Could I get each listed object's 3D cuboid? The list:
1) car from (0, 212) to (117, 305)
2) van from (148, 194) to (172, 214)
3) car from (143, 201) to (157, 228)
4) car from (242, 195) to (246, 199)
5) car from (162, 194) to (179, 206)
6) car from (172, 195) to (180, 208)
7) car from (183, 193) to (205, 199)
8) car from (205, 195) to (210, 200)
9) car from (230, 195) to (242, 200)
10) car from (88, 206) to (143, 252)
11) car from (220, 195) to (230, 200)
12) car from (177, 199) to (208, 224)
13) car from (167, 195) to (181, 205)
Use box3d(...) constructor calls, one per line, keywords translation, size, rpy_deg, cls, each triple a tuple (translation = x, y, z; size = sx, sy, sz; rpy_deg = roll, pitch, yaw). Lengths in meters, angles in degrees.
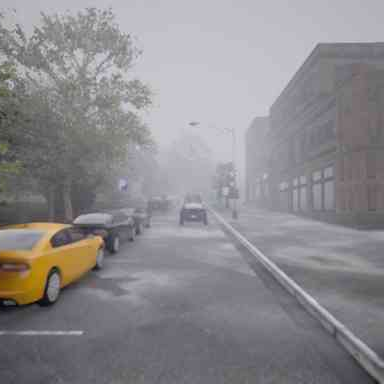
box3d(translation=(-3.635, 1.484, 8.145), size=(2.097, 1.535, 5.008), rpy_deg=(1, 0, 2), cls="car")
box3d(translation=(-3.619, 1.240, 36.117), size=(1.878, 1.987, 4.442), rpy_deg=(1, 1, 2), cls="van")
box3d(translation=(-3.643, 1.518, 19.313), size=(2.163, 1.488, 4.792), rpy_deg=(0, 0, 2), cls="car")
box3d(translation=(14.509, 1.640, 93.316), size=(5.008, 1.535, 2.097), rpy_deg=(0, -3, -40), cls="car")
box3d(translation=(-3.391, 1.262, 53.079), size=(2.185, 1.767, 4.553), rpy_deg=(-1, 1, 2), cls="car")
box3d(translation=(-3.394, 1.423, 47.371), size=(2.231, 1.521, 4.892), rpy_deg=(0, 0, 2), cls="car")
box3d(translation=(0.108, 1.186, 41.511), size=(2.150, 2.045, 5.566), rpy_deg=(0, 1, 0), cls="car")
box3d(translation=(3.429, 1.406, 80.329), size=(2.231, 1.521, 4.892), rpy_deg=(-2, -1, 29), cls="car")
box3d(translation=(10.398, 1.548, 89.522), size=(2.231, 1.521, 4.892), rpy_deg=(-4, -3, 42), cls="car")
box3d(translation=(-3.641, 1.486, 13.706), size=(2.097, 1.535, 5.008), rpy_deg=(0, 0, 2), cls="car")
box3d(translation=(6.868, 1.462, 85.074), size=(2.097, 1.535, 5.008), rpy_deg=(-3, -3, 36), cls="car")
box3d(translation=(0.105, 1.487, 24.644), size=(1.882, 1.535, 5.008), rpy_deg=(0, 0, 0), cls="car")
box3d(translation=(-3.149, 1.355, 58.782), size=(2.097, 1.535, 5.008), rpy_deg=(0, 0, 2), cls="car")
